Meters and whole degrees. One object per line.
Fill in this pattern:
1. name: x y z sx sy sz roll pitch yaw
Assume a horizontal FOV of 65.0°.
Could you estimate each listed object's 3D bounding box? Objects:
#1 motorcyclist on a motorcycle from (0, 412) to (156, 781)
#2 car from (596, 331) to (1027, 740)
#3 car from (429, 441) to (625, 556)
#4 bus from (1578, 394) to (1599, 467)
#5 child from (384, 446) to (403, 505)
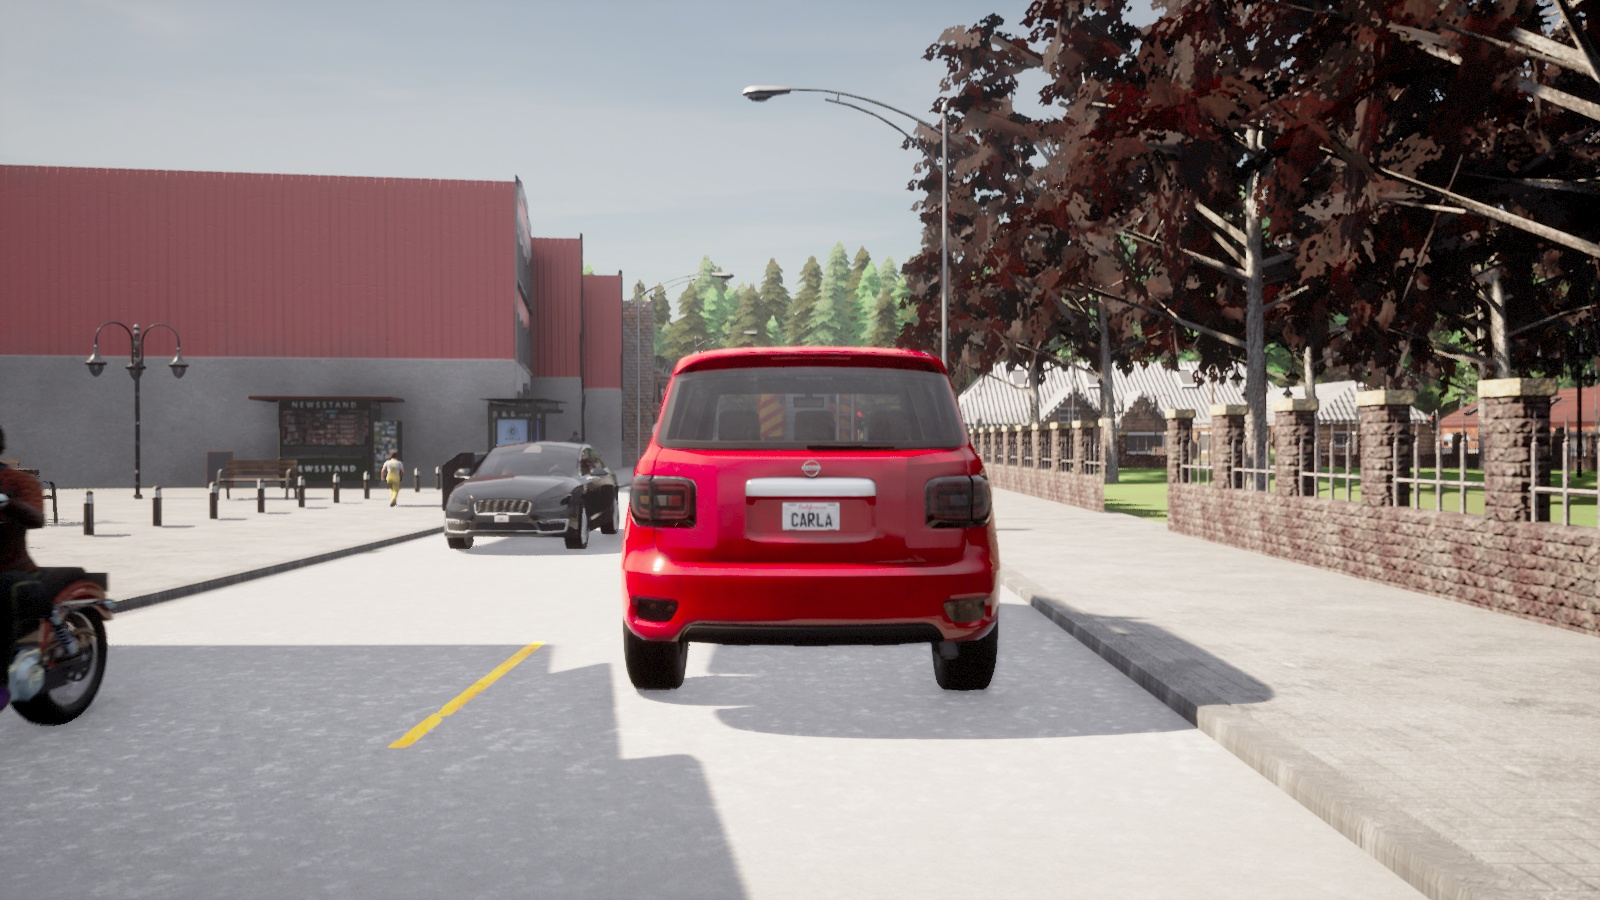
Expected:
1. motorcyclist on a motorcycle: -3.953 0.652 5.769 0.766 1.649 2.350 0 1 0
2. car: 0.066 0.402 9.055 2.150 2.045 5.566 0 1 0
3. car: -3.873 0.615 18.702 1.837 1.490 4.892 0 0 0
4. bus: 49.541 -1.090 70.225 3.944 4.253 10.273 2 0 -14
5. child: -8.748 0.537 27.009 0.270 1.263 0.437 0 0 -1
